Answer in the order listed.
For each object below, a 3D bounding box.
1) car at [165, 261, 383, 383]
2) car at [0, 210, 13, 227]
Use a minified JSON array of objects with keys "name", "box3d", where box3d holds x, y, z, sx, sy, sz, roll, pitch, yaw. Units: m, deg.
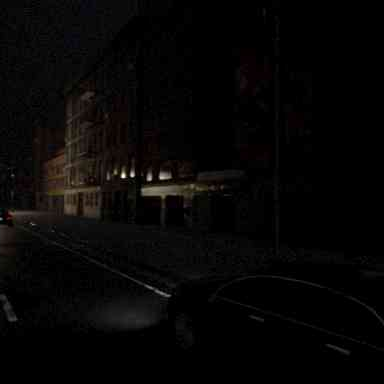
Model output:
[{"name":"car","box3d":[1.453,1.659,4.204,1.837,1.490,4.892,2,-2,-35]},{"name":"car","box3d":[-15.999,2.141,27.355,2.033,1.411,5.357,2,-2,-36]}]
